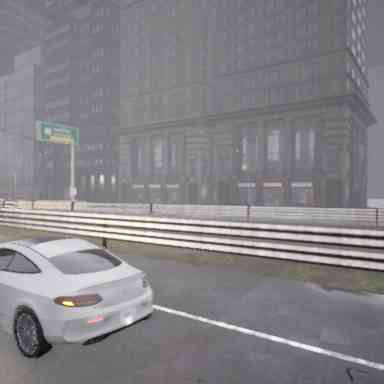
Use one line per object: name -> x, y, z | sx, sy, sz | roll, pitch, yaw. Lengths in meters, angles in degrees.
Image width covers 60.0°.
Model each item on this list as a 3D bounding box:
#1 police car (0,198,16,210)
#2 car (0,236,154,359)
police car -> -26.530, 1.653, 45.798 | 5.238, 1.638, 1.930 | 0, 0, 18
car -> -2.756, 1.534, 5.955 | 4.674, 1.442, 1.812 | 0, 0, 35
